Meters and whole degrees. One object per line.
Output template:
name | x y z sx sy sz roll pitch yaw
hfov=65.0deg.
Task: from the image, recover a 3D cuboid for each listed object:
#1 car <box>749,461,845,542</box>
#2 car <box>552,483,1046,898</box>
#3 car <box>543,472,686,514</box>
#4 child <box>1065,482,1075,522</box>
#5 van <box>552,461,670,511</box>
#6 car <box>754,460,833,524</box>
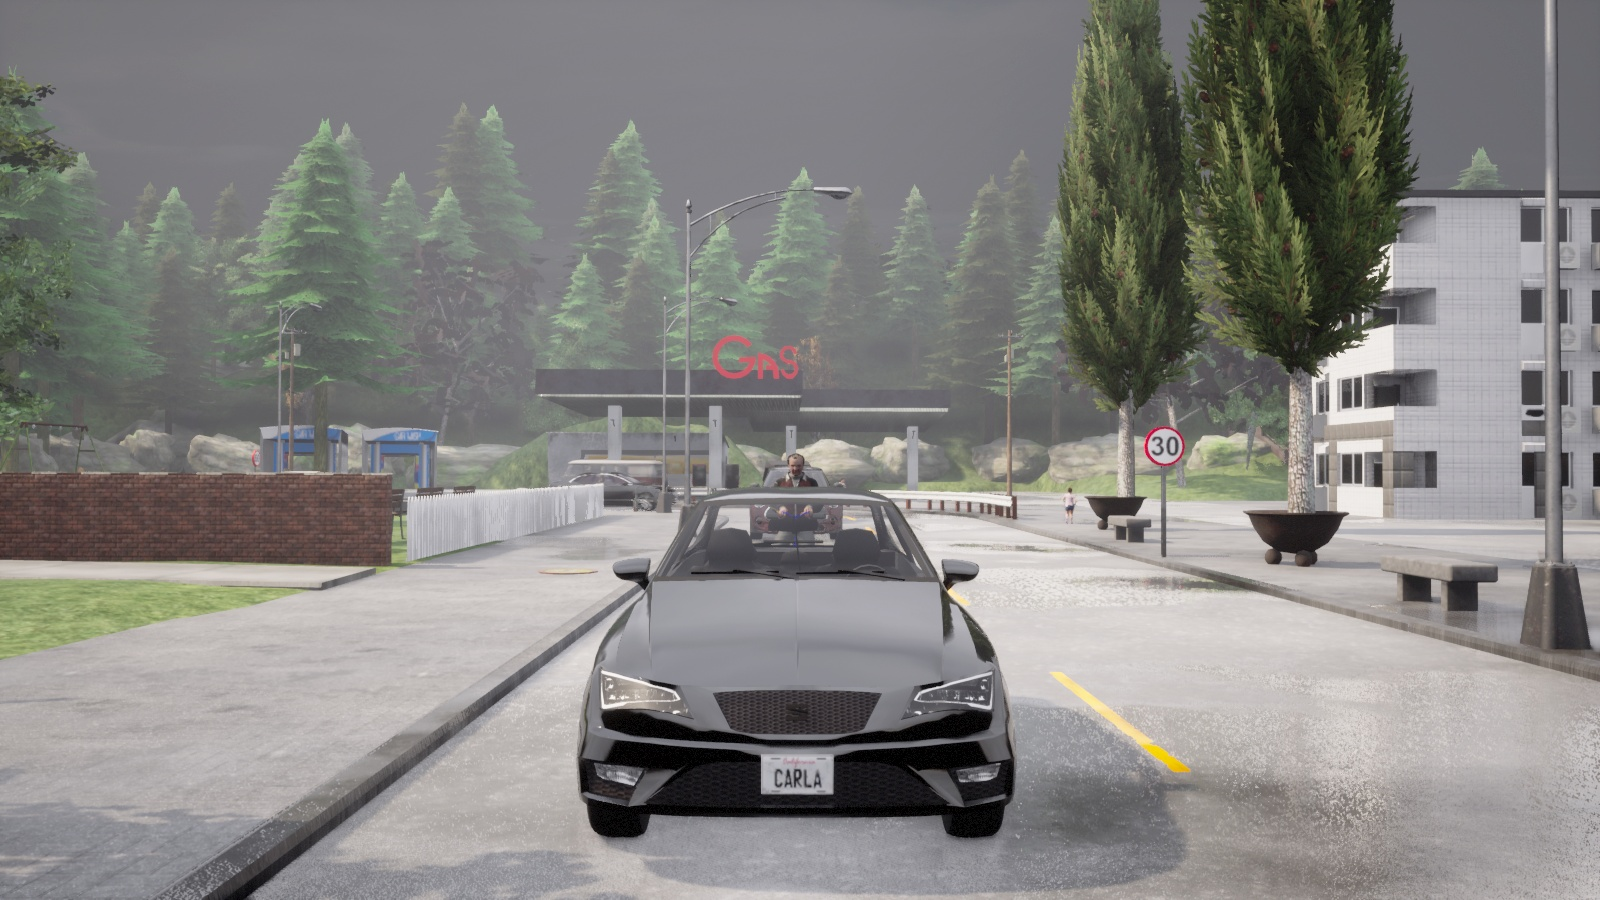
car | -0.079 1.172 29.787 2.097 1.767 4.553 0 -1 0
car | -0.018 0.941 6.728 1.816 1.474 4.193 0 -1 0
car | -6.911 1.586 46.976 4.902 1.511 2.128 0 -1 8
child | 7.619 1.468 35.478 0.255 1.110 0.394 0 -1 9
van | -7.664 1.455 51.124 4.442 1.987 1.775 0 -1 10
car | -0.251 1.263 38.985 1.905 1.878 3.866 0 -1 -9
